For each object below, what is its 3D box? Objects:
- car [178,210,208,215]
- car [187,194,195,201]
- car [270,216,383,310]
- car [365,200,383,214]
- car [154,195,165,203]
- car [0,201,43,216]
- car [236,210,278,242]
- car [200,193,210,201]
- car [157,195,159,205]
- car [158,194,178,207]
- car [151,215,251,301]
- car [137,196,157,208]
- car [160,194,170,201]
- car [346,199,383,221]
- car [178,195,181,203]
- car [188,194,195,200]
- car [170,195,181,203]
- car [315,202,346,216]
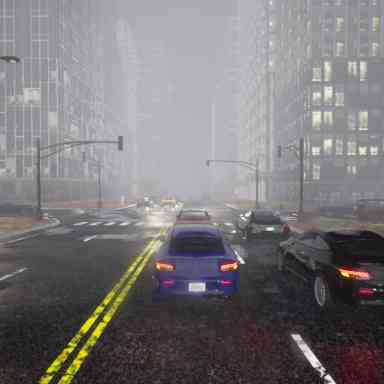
[{"bbox_3d":[0.071,1.591,17.380,1.895,1.301,4.718,0,0,0],"label":"car"},{"bbox_3d":[-0.145,1.514,79.172,1.895,1.301,4.718,0,0,0],"label":"car"},{"bbox_3d":[3.338,1.522,7.649,1.812,1.442,4.674,0,0,0],"label":"car"},{"bbox_3d":[21.744,1.643,36.263,4.829,1.417,1.752,1,0,1],"label":"car"},{"bbox_3d":[-6.639,1.446,67.974,1.837,1.490,4.892,0,0,0],"label":"car"},{"bbox_3d":[-16.456,1.475,30.860,4.718,1.301,1.895,1,1,5],"label":"car"},{"bbox_3d":[3.325,1.555,16.219,1.994,1.385,4.181,0,0,-1],"label":"car"},{"bbox_3d":[3.106,1.143,78.761,2.150,2.045,5.566,0,0,0],"label":"car"},{"bbox_3d":[-6.687,1.459,57.614,1.837,1.490,4.892,0,0,0],"label":"car"},{"bbox_3d":[-3.433,1.442,49.275,1.882,1.535,5.008,0,0,0],"label":"car"},{"bbox_3d":[0.087,1.522,8.213,1.812,1.442,4.674,0,0,0],"label":"car"},{"bbox_3d":[-6.685,1.513,47.876,2.033,1.411,5.357,0,0,0],"label":"car"},{"bbox_3d":[-6.650,1.270,81.056,2.097,1.767,4.553,0,0,0],"label":"car"},{"bbox_3d":[16.151,1.520,27.967,5.009,1.841,2.192,1,0,1],"label":"car"},{"bbox_3d":[-3.435,1.554,58.654,1.895,1.301,4.718,0,0,0],"label":"car"},{"bbox_3d":[-0.164,1.266,89.144,1.812,1.442,4.674,0,0,0],"label":"car"},{"bbox_3d":[-3.378,1.418,69.182,1.882,1.535,5.008,0,0,0],"label":"car"},{"bbox_3d":[15.040,1.702,33.755,4.718,1.301,1.895,0,1,1],"label":"car"}]
